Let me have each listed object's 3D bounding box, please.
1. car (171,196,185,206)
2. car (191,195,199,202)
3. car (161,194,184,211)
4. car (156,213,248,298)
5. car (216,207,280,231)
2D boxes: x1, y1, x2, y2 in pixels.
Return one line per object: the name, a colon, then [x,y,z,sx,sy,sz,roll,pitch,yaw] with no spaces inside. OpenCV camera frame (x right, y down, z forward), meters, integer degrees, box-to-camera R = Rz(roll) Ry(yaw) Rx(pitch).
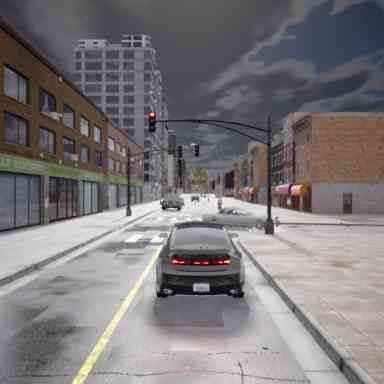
car: [-2.300,1.480,55.455,2.128,1.511,4.902,0,0,1]
car: [0.740,1.466,75.138,1.837,1.490,4.892,0,0,1]
car: [-2.458,1.223,40.846,2.150,2.045,5.566,0,0,1]
car: [0.176,1.505,8.526,1.837,1.490,4.892,0,0,0]
car: [3.100,1.664,21.161,4.718,1.301,1.895,1,0,27]
